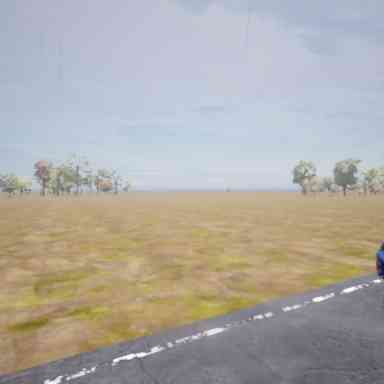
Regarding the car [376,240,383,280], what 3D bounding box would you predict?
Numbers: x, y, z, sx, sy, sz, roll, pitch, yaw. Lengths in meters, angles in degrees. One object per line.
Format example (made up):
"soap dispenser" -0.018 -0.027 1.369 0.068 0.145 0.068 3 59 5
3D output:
"car" 6.749 1.198 7.982 5.566 2.045 2.150 0 0 -34
